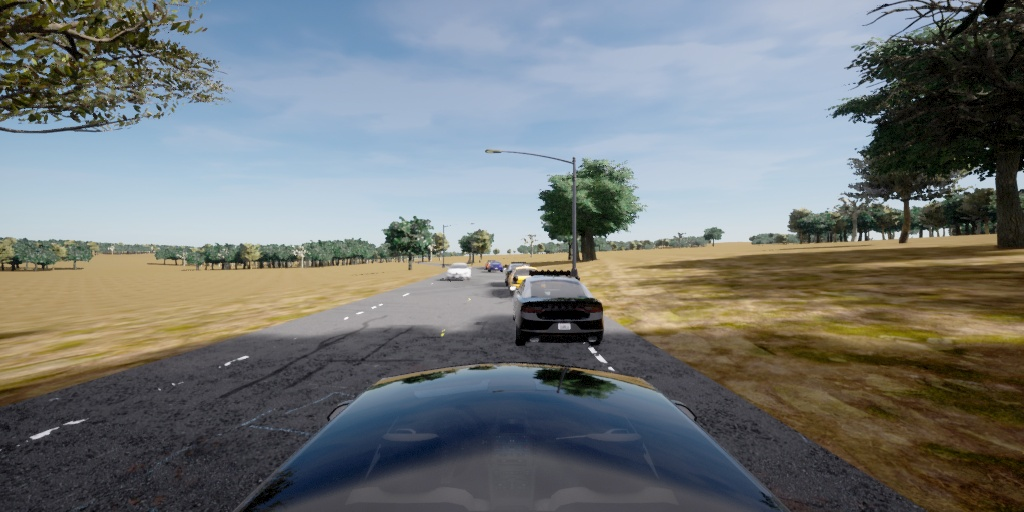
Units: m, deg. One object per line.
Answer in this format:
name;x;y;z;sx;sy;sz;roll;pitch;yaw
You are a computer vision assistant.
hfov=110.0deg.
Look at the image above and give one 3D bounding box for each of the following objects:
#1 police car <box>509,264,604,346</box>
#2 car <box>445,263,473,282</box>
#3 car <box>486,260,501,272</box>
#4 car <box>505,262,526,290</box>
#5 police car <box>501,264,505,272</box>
police car;0.990;1.188;9.638;1.930;1.638;5.238;0;0;-1
car;-4.384;1.331;30.037;1.812;1.442;4.674;0;0;-3
car;-2.215;1.452;48.310;1.812;1.442;4.674;0;-1;-5
car;0.718;1.241;19.773;1.801;1.575;5.366;0;0;-2
police car;0.460;1.223;25.722;1.930;1.638;5.238;0;0;-3
